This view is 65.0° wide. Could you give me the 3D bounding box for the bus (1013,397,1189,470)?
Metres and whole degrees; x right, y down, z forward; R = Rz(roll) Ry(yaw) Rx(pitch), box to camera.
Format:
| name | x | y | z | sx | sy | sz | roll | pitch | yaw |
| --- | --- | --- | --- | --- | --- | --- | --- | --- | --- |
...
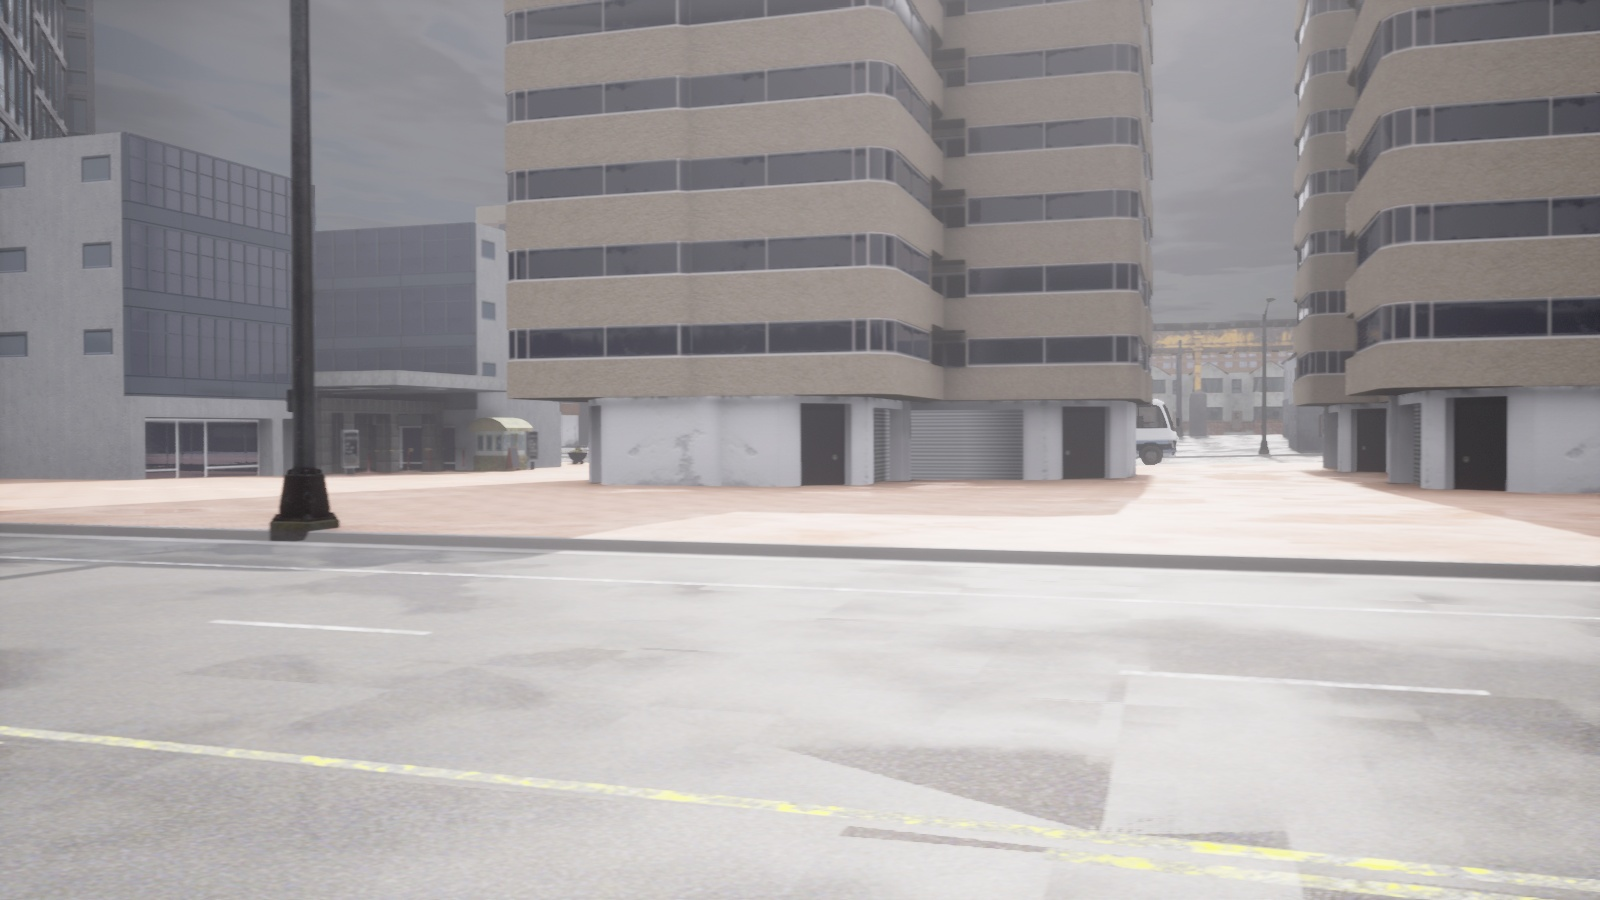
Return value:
| name | x | y | z | sx | sy | sz | roll | pitch | yaw |
| --- | --- | --- | --- | --- | --- | --- | --- | --- | --- |
| bus | 18.604 | -0.981 | 77.437 | 10.273 | 4.253 | 3.944 | -1 | 1 | 17 |
